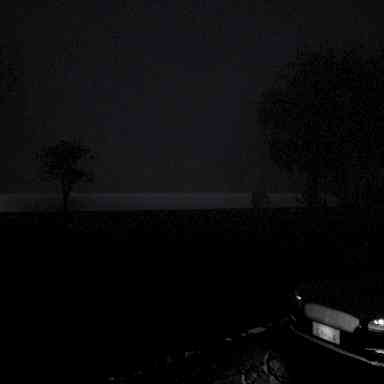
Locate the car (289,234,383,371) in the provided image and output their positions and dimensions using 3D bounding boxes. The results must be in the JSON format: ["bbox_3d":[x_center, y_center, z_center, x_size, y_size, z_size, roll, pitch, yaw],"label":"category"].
[{"bbox_3d":[3.663,1.489,5.574,4.902,1.511,2.128,0,0,-36],"label":"car"}]
